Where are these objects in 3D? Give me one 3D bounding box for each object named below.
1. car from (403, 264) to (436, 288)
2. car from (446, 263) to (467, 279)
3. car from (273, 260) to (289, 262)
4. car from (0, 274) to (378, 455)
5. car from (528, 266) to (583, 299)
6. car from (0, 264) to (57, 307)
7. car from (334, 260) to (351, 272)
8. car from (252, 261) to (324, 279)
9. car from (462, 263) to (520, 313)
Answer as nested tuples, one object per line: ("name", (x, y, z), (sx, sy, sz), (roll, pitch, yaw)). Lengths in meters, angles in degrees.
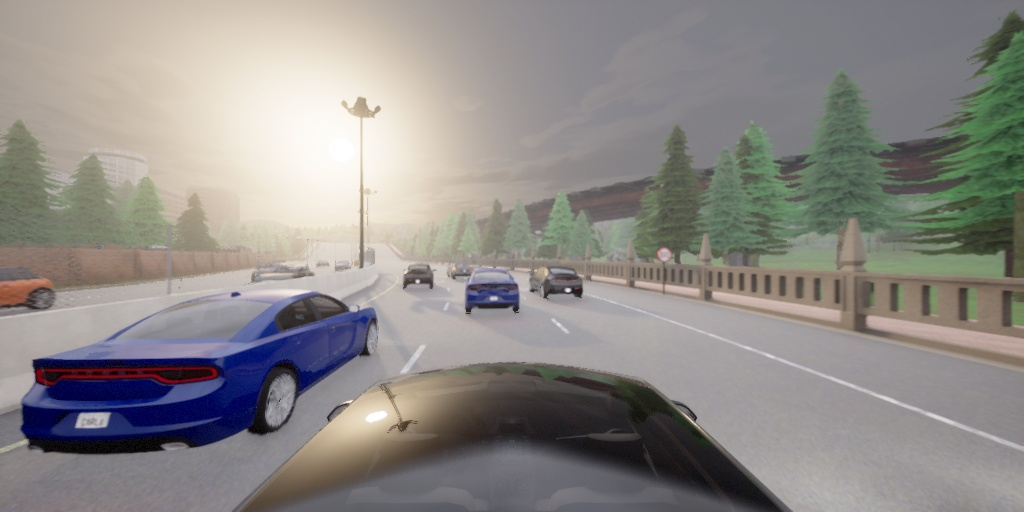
("car", (-6.120, 1.256, 23.722), (1.837, 1.490, 4.892), (0, 0, -12))
("car", (-4.650, 1.288, 31.969), (2.033, 1.411, 5.357), (0, 0, -17))
("car", (-18.173, 1.274, 27.528), (2.128, 1.511, 4.902), (0, 0, -17))
("car", (-3.644, 1.235, 5.505), (1.882, 1.535, 5.008), (0, 0, -2))
("car", (2.075, 1.237, 18.037), (1.837, 1.490, 4.892), (0, 0, -9))
("car", (-18.354, 1.147, 11.727), (2.097, 1.767, 4.553), (0, 0, -8))
("car", (-22.679, 1.306, 48.292), (1.812, 1.442, 4.674), (0, 0, -24))
("car", (-12.752, 1.264, 20.430), (2.128, 1.511, 4.902), (0, 0, -12))
("car", (-0.861, 1.221, 14.023), (1.882, 1.535, 5.008), (0, 0, -6))
